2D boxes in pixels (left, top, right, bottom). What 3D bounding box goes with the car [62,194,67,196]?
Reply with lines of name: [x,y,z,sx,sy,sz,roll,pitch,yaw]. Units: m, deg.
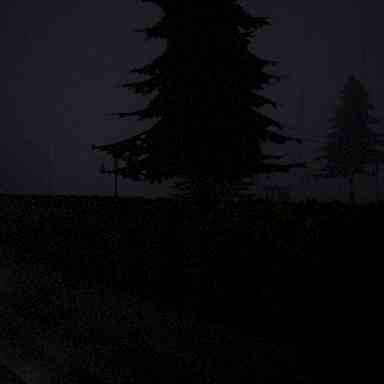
car: [-31.941,1.232,85.969,3.806,1.475,1.970,0,0,-45]

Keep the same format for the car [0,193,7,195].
car: [-23.747,1.330,41.312,5.027,1.636,2.152,0,0,-45]

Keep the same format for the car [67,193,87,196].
car: [-27.208,1.153,81.623,5.027,1.636,2.152,0,0,-45]

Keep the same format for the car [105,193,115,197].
car: [-15.901,1.097,70.723,4.605,1.855,1.932,0,0,-45]

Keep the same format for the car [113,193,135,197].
car: [-10.341,1.384,54.301,3.806,1.475,1.970,0,0,-45]

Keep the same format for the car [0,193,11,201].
car: [-41.799,1.097,71.665,4.605,1.855,1.932,0,0,-45]
